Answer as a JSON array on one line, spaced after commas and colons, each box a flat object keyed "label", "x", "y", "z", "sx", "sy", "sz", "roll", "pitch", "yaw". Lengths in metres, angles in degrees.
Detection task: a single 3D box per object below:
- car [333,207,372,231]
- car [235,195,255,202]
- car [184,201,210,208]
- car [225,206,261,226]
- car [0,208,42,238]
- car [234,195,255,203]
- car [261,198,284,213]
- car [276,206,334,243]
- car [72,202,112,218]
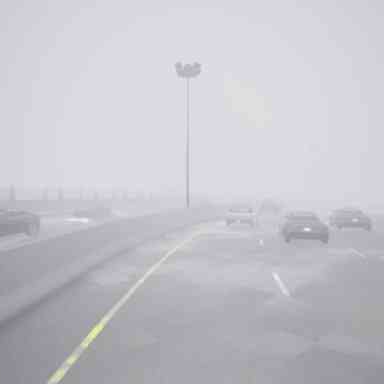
[{"label": "car", "x": 10.331, "y": 1.682, "z": 21.922, "sx": 1.994, "sy": 1.385, "sz": 4.181, "roll": 0, "pitch": 0, "yaw": 15}, {"label": "car", "x": 9.654, "y": 1.793, "z": 60.619, "sx": 2.033, "sy": 1.411, "sz": 5.357, "roll": 0, "pitch": 0, "yaw": 36}, {"label": "car", "x": 0.843, "y": 1.680, "z": 37.839, "sx": 2.033, "sy": 1.411, "sz": 5.357, "roll": 0, "pitch": 0, "yaw": 23}, {"label": "car", "x": 3.717, "y": 1.699, "z": 24.366, "sx": 1.895, "sy": 1.301, "sz": 4.718, "roll": 0, "pitch": 0, "yaw": 16}, {"label": "car", "x": -9.110, "y": 1.506, "z": 15.572, "sx": 2.128, "sy": 1.511, "sz": 4.902, "roll": 0, "pitch": 0, "yaw": 9}, {"label": "car", "x": 10.754, "y": 1.428, "z": 67.725, "sx": 1.837, "sy": 1.490, "sz": 4.892, "roll": 0, "pitch": 0, "yaw": 40}, {"label": "car", "x": 9.647, "y": 1.527, "z": 39.817, "sx": 2.097, "sy": 1.767, "sz": 4.553, "roll": 0, "pitch": 0, "yaw": 25}, {"label": "car", "x": 5.499, "y": 1.644, "z": 16.737, "sx": 1.994, "sy": 1.385, "sz": 4.181, "roll": 0, "pitch": 0, "yaw": 11}, {"label": "car", "x": -9.149, "y": 1.630, "z": 30.650, "sx": 1.994, "sy": 1.385, "sz": 4.181, "roll": 0, "pitch": 0, "yaw": 17}]
